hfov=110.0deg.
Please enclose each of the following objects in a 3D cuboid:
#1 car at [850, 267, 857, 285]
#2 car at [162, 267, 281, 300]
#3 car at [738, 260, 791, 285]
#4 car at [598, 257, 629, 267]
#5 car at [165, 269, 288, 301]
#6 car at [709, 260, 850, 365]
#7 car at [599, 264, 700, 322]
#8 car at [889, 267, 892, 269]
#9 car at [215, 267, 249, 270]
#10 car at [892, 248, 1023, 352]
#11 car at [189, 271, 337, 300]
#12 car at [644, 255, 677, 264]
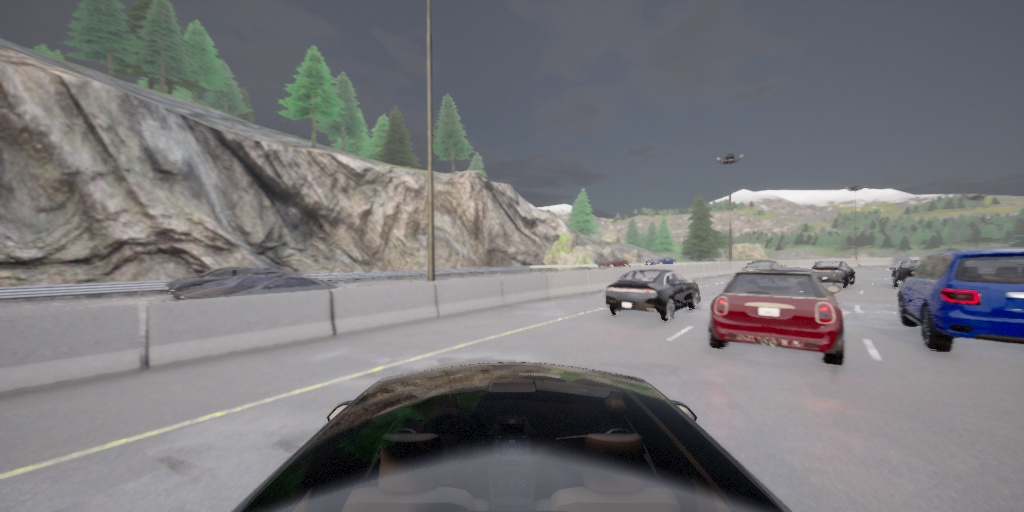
[{"bbox_3d":[19.619,1.047,22.017,4.902,1.511,2.128,-1,0,-42],"label":"car"},{"bbox_3d":[-16.076,1.421,20.136,1.837,1.490,4.892,-1,0,39],"label":"car"},{"bbox_3d":[17.603,1.054,24.909,5.008,1.535,1.882,-1,0,-42],"label":"car"},{"bbox_3d":[13.922,0.902,49.200,5.008,1.535,1.882,-1,0,-37],"label":"car"},{"bbox_3d":[-10.952,1.411,15.425,2.033,1.411,5.357,-1,0,38],"label":"car"},{"bbox_3d":[6.108,1.040,8.245,2.097,1.767,4.553,-1,0,40],"label":"car"},{"bbox_3d":[4.905,1.194,12.214,2.128,1.511,4.902,-1,0,41],"label":"car"},{"bbox_3d":[22.921,1.027,20.271,4.892,1.490,1.837,-1,0,-41],"label":"car"},{"bbox_3d":[-12.918,1.409,18.494,1.812,1.442,4.674,-1,0,39],"label":"car"},{"bbox_3d":[10.277,0.868,7.788,2.150,2.045,5.566,-1,0,41],"label":"car"},{"bbox_3d":[-8.475,1.402,12.823,1.994,1.385,4.181,-1,0,38],"label":"car"},{"bbox_3d":[18.101,0.667,43.585,5.008,1.535,1.882,-1,0,-37],"label":"car"}]
